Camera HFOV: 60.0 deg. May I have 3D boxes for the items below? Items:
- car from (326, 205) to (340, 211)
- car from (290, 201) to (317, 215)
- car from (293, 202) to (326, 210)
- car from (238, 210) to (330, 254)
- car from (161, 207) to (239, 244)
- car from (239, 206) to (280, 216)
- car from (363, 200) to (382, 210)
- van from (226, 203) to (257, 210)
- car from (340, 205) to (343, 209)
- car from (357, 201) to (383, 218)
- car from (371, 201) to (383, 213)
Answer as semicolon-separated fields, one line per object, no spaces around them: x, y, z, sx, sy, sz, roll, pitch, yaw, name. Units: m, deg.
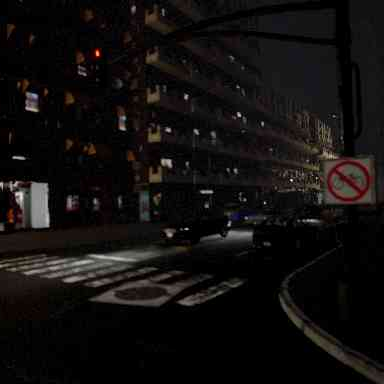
20.196;2.084;49.772;1.752;1.417;4.829;-3;-2;36;car
13.793;1.953;40.864;1.967;1.590;4.097;-3;-2;36;car
11.826;1.908;33.882;1.812;1.442;4.674;-3;-2;36;car
3.944;1.627;13.649;2.008;1.369;4.403;-3;-2;36;car
0.314;1.798;17.893;2.128;1.511;4.902;-3;-2;35;car
5.778;1.942;25.474;1.895;1.301;4.718;-3;-2;36;car
27.892;1.959;51.216;1.895;1.301;4.718;-3;-2;37;car
4.040;1.787;27.293;1.690;1.788;3.998;-3;-2;36;van
23.546;2.149;54.434;1.947;1.339;4.313;-3;-2;36;car
16.944;1.728;31.746;1.947;1.339;4.313;-3;-2;36;car
23.444;1.773;40.795;1.947;1.339;4.313;-3;-2;36;car
